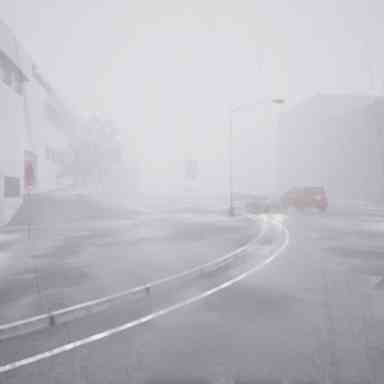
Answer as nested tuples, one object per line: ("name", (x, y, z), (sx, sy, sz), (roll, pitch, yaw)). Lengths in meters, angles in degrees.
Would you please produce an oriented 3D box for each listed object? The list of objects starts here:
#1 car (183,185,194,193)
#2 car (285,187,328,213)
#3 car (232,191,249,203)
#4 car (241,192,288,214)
("car", (-0.724, -0.725, 67.970), (1.882, 1.535, 5.008), (-1, 5, -9))
("car", (9.305, 0.589, 28.106), (2.150, 2.045, 5.566), (-1, 0, -7))
("car", (6.730, 0.546, 44.520), (1.882, 1.535, 5.008), (-1, 1, -9))
("car", (5.758, 0.990, 27.006), (1.994, 1.385, 4.181), (-1, 1, -8))
